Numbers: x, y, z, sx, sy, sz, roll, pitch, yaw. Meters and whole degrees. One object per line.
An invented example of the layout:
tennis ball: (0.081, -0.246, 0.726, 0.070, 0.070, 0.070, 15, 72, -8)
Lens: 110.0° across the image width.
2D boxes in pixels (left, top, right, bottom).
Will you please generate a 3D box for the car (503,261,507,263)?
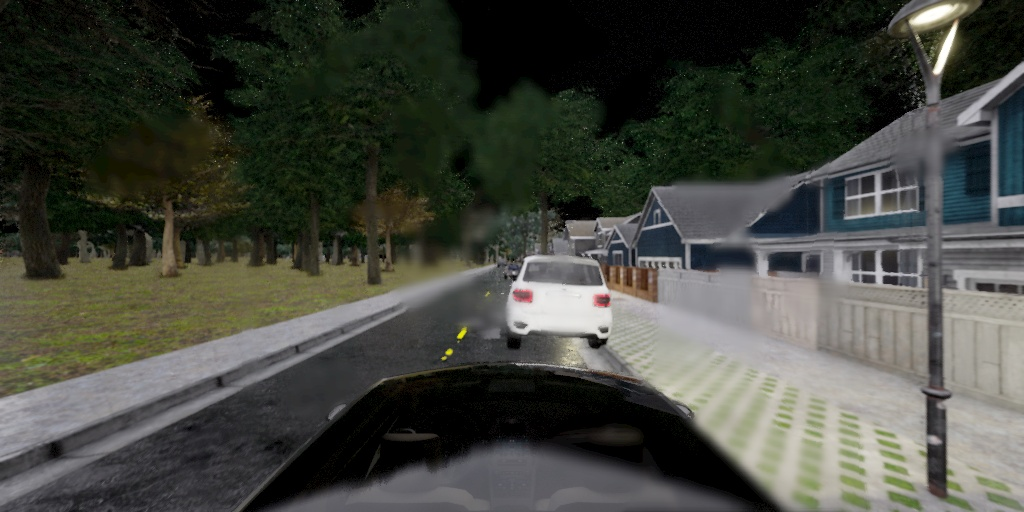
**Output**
car: (0.144, 1.737, 47.384, 1.994, 1.385, 4.181, 0, 0, 2)

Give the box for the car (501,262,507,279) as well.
car: (0.221, 1.651, 37.628, 1.994, 1.385, 4.181, 0, -1, 1)

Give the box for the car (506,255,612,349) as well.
car: (1.014, 1.077, 9.528, 2.150, 2.045, 5.566, 3, -2, 0)
